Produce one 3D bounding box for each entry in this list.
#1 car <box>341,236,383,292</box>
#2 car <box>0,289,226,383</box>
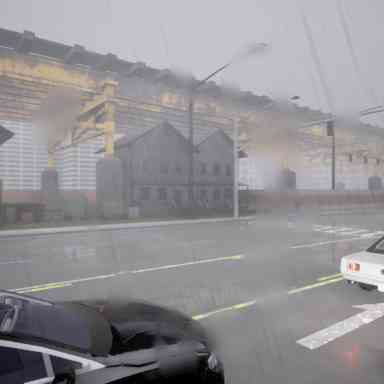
[{"bbox_3d":[5.602,1.601,7.759,4.718,1.301,1.895,0,0,-35],"label":"car"},{"bbox_3d":[-1.918,1.492,2.378,4.902,1.511,2.128,0,0,-35],"label":"car"}]
